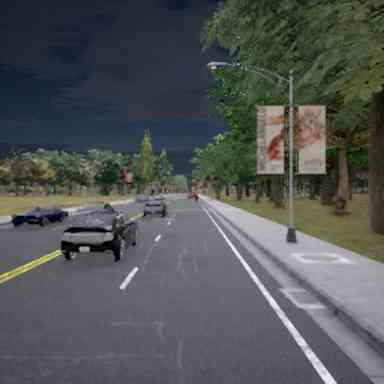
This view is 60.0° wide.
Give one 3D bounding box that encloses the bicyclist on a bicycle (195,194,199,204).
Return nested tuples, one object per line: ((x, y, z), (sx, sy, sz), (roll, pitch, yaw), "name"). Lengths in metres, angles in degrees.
((0.905, 1.240, 58.278), (0.659, 1.776, 1.843), (0, 0, 0), "bicyclist on a bicycle")

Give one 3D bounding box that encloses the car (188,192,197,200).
((0.016, 0.943, 83.863), (2.150, 2.045, 5.566), (0, 0, 0), "car")

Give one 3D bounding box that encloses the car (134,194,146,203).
((-9.756, 1.210, 64.144), (2.097, 1.767, 4.553), (0, 0, 0), "car")

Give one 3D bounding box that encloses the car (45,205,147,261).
((-3.147, 1.459, 12.176), (2.128, 1.511, 4.902), (0, 0, 0), "car")

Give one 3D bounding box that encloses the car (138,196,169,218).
((-3.143, 1.417, 29.509), (2.128, 1.511, 4.902), (0, 0, 0), "car")

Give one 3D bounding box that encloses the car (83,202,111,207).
((-6.594, 1.446, 22.829), (1.837, 1.490, 4.892), (0, 0, 0), "car")

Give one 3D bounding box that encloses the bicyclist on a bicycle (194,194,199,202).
((0.911, 1.289, 68.269), (0.866, 1.612, 1.509), (0, 0, 0), "bicyclist on a bicycle")

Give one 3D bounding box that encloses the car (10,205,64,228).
((-9.845, 1.544, 21.847), (1.895, 1.301, 4.718), (0, 0, 0), "car")
